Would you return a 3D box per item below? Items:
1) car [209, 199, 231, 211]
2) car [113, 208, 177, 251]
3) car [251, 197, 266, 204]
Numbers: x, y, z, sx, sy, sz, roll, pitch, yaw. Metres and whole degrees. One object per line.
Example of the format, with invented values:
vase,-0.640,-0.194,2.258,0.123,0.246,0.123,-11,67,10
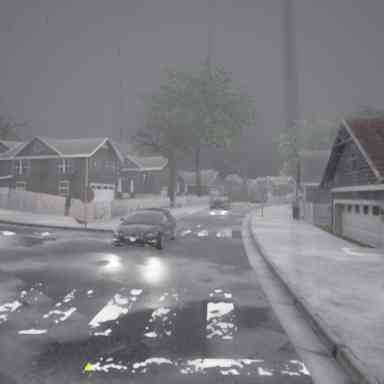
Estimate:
car,3.474,1.494,40.275,1.994,1.385,4.181,0,0,17
car,-1.816,1.463,14.110,1.837,1.490,4.892,2,-1,6
car,12.772,1.589,63.600,2.033,1.411,5.357,0,-1,27
